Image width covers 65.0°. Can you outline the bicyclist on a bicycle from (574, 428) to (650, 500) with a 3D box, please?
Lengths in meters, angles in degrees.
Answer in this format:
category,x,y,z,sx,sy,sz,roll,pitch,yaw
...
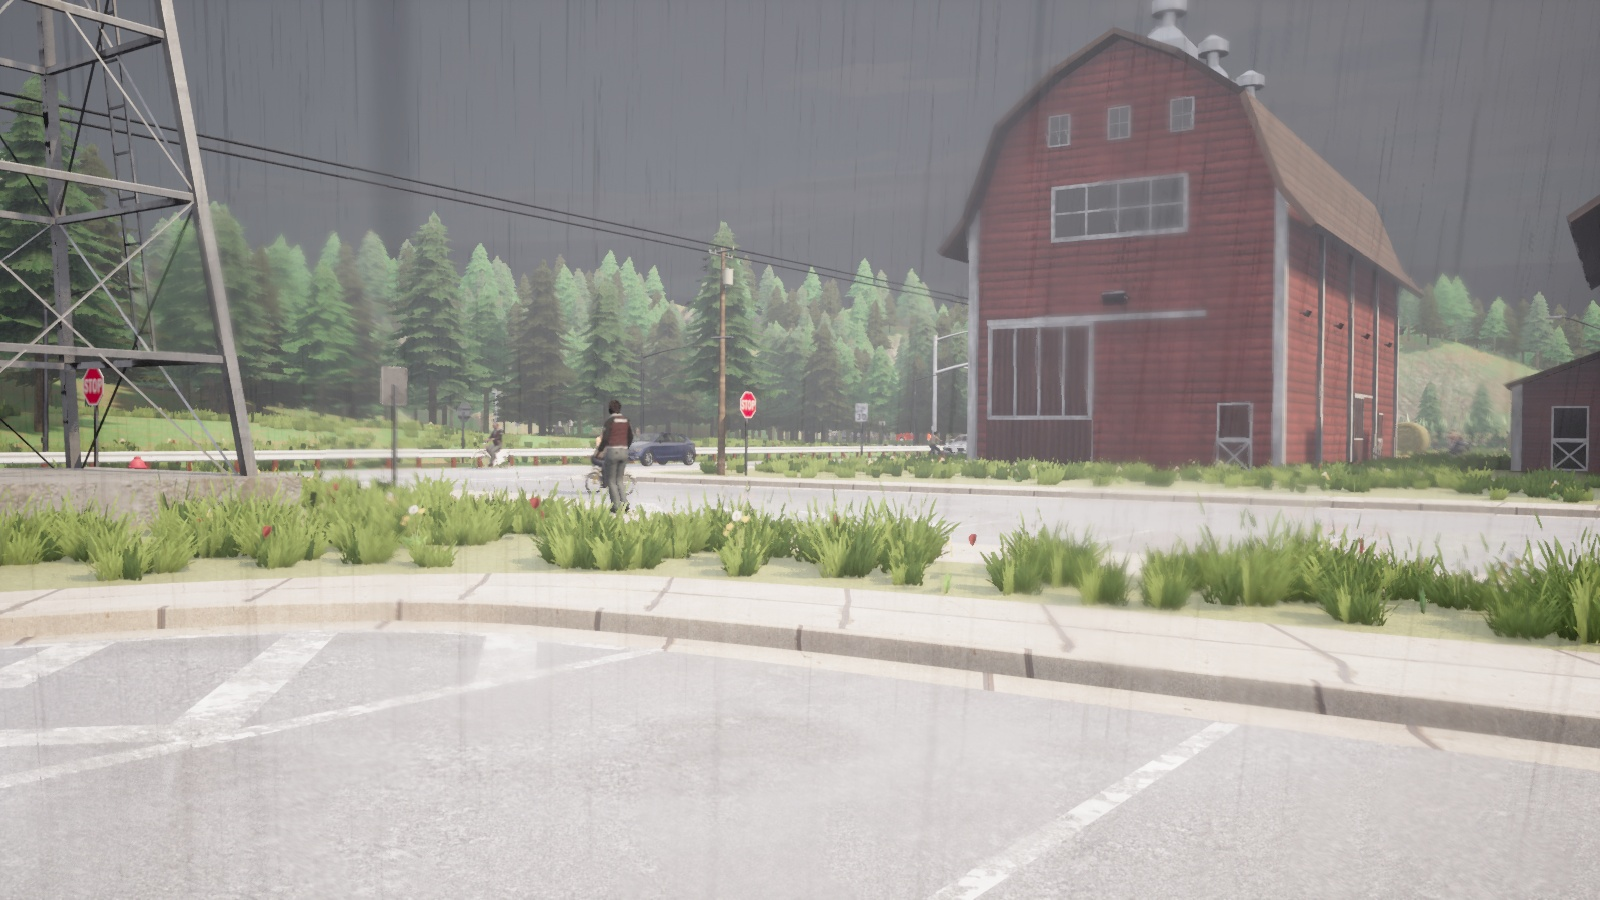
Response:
category,x,y,z,sx,sy,sz,roll,pitch,yaw
bicyclist on a bicycle,-4.339,0.312,28.920,1.509,1.612,0.866,0,1,33

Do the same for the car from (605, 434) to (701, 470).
category,x,y,z,sx,sy,sz,roll,pitch,yaw
car,-6.293,0.061,54.251,1.816,1.474,4.193,0,1,34

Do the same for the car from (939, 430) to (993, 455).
category,x,y,z,sx,sy,sz,roll,pitch,yaw
car,10.473,-0.476,78.955,1.970,1.475,3.806,0,1,32

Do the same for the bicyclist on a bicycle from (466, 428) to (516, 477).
category,x,y,z,sx,sy,sz,roll,pitch,yaw
bicyclist on a bicycle,-11.464,0.069,46.632,0.659,1.776,1.843,0,1,34

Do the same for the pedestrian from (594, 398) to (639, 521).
category,x,y,z,sx,sy,sz,roll,pitch,yaw
pedestrian,-2.934,0.139,20.057,0.402,1.930,0.666,-1,1,-41
